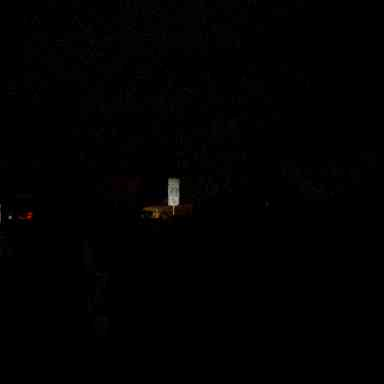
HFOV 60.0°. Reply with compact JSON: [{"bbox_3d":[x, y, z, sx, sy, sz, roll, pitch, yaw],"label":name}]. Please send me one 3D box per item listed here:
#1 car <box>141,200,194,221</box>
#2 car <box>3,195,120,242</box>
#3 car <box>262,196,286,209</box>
[{"bbox_3d":[-1.873,1.363,26.466,1.882,1.535,5.008,0,0,36],"label":"car"},{"bbox_3d":[-6.086,1.143,16.176,2.150,2.045,5.566,0,0,35],"label":"car"},{"bbox_3d":[10.898,1.367,43.941,1.837,1.490,4.892,0,0,36],"label":"car"}]
